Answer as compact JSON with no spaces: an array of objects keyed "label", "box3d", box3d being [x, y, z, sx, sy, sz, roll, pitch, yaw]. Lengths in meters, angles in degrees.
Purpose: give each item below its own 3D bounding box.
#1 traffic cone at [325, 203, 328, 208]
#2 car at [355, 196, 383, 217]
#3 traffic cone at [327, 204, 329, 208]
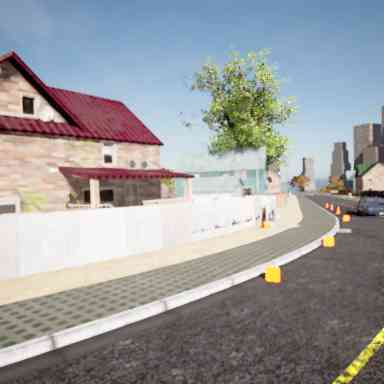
[{"label":"traffic cone","box3d":[15.194,1.458,37.384,0.340,0.580,0.340,-2,0,17]},{"label":"car","box3d":[13.655,1.049,25.102,2.033,1.411,5.357,-2,0,17]},{"label":"traffic cone","box3d":[13.718,1.484,32.606,0.340,0.580,0.340,-2,0,17]}]
